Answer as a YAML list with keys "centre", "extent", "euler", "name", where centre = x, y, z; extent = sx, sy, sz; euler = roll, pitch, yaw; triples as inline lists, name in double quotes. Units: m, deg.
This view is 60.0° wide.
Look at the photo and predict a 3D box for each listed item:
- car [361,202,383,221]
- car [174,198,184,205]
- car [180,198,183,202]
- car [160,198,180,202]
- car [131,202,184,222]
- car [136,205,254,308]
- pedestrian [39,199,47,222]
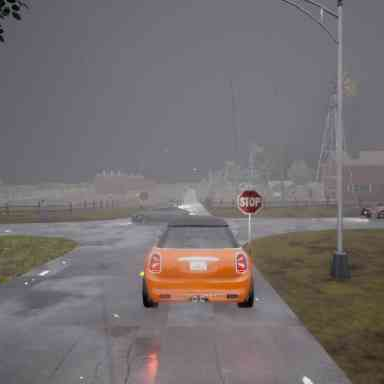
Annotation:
- centre: [14.399, 1.250, 23.755]
  extent: [4.181, 1.385, 1.994]
  euler: [-1, 1, 0]
  name: "car"
- centre: [-2.602, 1.894, 67.637]
  extent: [1.994, 1.385, 4.181]
  euler: [0, -1, 1]
  name: "car"
- centre: [-2.725, 1.687, 46.320]
  extent: [1.994, 1.385, 4.181]
  euler: [0, 0, 0]
  name: "car"
- centre: [-2.794, 1.614, 36.483]
  extent: [2.033, 1.411, 5.357]
  euler: [0, 0, 1]
  name: "car"
- centre: [-2.240, 1.595, 23.903]
  extent: [4.181, 1.385, 1.994]
  euler: [0, 0, 0]
  name: "car"
- centre: [0.119, 1.354, 8.100]
  extent: [2.097, 1.767, 4.553]
  euler: [0, 0, 0]
  name: "car"
- centre: [-12.088, 1.466, 26.978]
  extent: [0.375, 1.860, 0.375]
  euler: [0, 2, 0]
  name: "pedestrian"
